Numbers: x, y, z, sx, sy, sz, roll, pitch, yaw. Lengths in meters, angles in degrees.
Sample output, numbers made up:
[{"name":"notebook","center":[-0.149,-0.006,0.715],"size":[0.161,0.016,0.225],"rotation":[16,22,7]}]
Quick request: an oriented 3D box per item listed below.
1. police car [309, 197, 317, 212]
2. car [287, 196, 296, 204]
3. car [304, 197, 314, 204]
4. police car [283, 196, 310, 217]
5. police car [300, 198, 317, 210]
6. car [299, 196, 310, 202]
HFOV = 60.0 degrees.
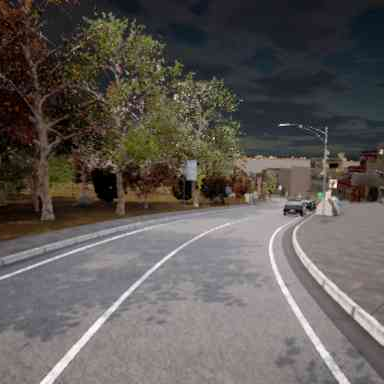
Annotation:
[{"name":"police car","center":[15.001,1.701,44.122],"size":[1.930,1.638,5.238],"rotation":[3,1,24]},{"name":"car","center":[21.779,1.699,72.743],"size":[1.837,1.490,4.892],"rotation":[2,0,18]},{"name":"car","center":[24.404,1.792,69.467],"size":[1.994,1.385,4.181],"rotation":[2,0,18]},{"name":"police car","center":[10.896,1.633,34.950],"size":[1.930,1.638,5.238],"rotation":[3,1,24]},{"name":"police car","center":[17.465,1.741,49.625],"size":[1.930,1.638,5.238],"rotation":[3,1,24]},{"name":"car","center":[28.443,1.834,84.192],"size":[1.895,1.301,4.718],"rotation":[1,0,12]}]
